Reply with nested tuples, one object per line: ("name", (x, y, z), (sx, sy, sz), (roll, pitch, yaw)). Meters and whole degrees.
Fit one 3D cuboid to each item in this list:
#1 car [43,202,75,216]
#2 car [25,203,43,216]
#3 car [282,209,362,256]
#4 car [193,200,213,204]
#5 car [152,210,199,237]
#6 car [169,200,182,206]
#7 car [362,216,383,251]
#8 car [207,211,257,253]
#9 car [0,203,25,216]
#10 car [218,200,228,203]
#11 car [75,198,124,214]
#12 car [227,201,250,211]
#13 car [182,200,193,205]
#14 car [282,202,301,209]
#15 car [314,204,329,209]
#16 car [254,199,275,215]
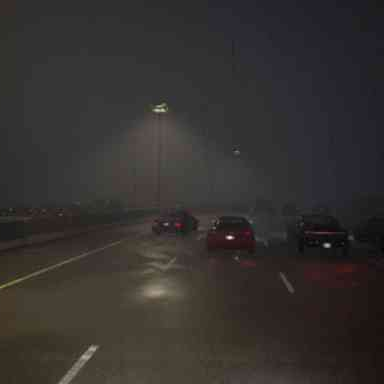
("car", (-12.303, 1.841, 33.448), (1.837, 1.490, 4.892), (0, -1, 15))
("car", (-15.220, 1.850, 36.067), (1.837, 1.490, 4.892), (0, -1, 16))
("car", (5.268, 1.732, 14.386), (2.128, 1.511, 4.902), (0, -1, 9))
("car", (2.882, 2.492, 71.532), (2.128, 1.511, 4.902), (0, -1, 28))
("car", (-0.866, 1.809, 20.148), (2.033, 1.411, 5.357), (0, -1, 11))
("car", (-3.318, 2.440, 74.788), (1.882, 1.535, 5.008), (0, -1, 28))
("car", (8.951, 1.807, 15.192), (1.812, 1.442, 4.674), (0, -1, 10))
("car", (1.812, 1.781, 14.963), (1.994, 1.385, 4.181), (0, -1, 9))
("car", (-18.760, 1.920, 36.464), (1.895, 1.301, 4.718), (0, -1, 15))
("car", (6.889, 2.475, 71.547), (1.882, 1.535, 5.008), (0, -1, 28))
("car", (-8.783, 1.585, 33.166), (2.150, 2.045, 5.566), (0, -1, 15))
("car", (6.822, 2.156, 46.565), (1.882, 1.535, 5.008), (0, -1, 21))
("car", (0.273, 2.565, 74.042), (1.895, 1.301, 4.718), (0, -1, 28))
("car", (12.729, 2.027, 42.368), (2.097, 1.767, 4.553), (0, -1, 20))
("car", (17.182, 2.303, 44.204), (1.994, 1.385, 4.181), (0, -1, 22))
("car", (9.789, 1.903, 44.673), (2.150, 2.045, 5.566), (0, -1, 22))
